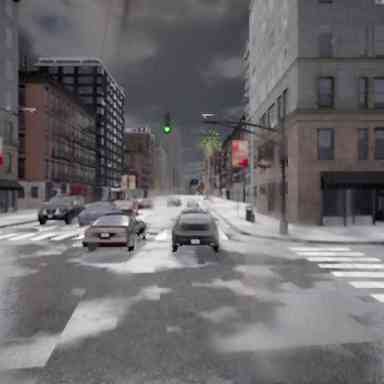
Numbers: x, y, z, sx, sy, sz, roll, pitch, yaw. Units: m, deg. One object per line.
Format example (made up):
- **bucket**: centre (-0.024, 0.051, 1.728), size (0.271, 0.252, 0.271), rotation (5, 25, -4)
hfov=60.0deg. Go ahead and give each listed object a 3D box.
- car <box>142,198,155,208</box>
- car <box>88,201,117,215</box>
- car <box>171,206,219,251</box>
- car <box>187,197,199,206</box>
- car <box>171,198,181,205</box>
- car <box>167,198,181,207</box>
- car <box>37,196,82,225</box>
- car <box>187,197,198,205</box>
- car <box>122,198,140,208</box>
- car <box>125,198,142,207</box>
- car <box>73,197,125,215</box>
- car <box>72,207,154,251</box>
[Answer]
- **car**: centre (-6.460, 1.678, 47.398), size (1.837, 1.490, 4.892), rotation (0, 0, 0)
- **car**: centre (-9.748, 1.743, 36.490), size (1.895, 1.301, 4.718), rotation (0, 0, 0)
- **car**: centre (0.130, 1.566, 14.512), size (1.837, 1.490, 4.892), rotation (0, 0, 0)
- **car**: centre (0.118, 1.720, 55.362), size (1.812, 1.442, 4.674), rotation (0, 0, 0)
- **car**: centre (-3.111, 1.827, 65.400), size (1.895, 1.301, 4.718), rotation (0, 0, 0)
- **car**: centre (-3.131, 1.721, 55.368), size (1.812, 1.442, 4.674), rotation (0, 0, 0)
- **car**: centre (-9.789, 1.326, 25.618), size (2.150, 2.045, 5.566), rotation (0, 0, -1)
- **car**: centre (0.139, 1.773, 65.363), size (2.033, 1.411, 5.357), rotation (0, 0, 0)
- **car**: centre (-9.683, 1.695, 53.041), size (1.837, 1.490, 4.892), rotation (0, 0, 1)
- **car**: centre (-6.518, 1.608, 33.064), size (1.882, 1.535, 5.008), rotation (0, 0, 0)
- **car**: centre (-6.511, 1.450, 23.837), size (2.097, 1.767, 4.553), rotation (0, 0, -1)
- **car**: centre (-3.121, 1.609, 14.435), size (2.033, 1.411, 5.357), rotation (0, 0, 0)
